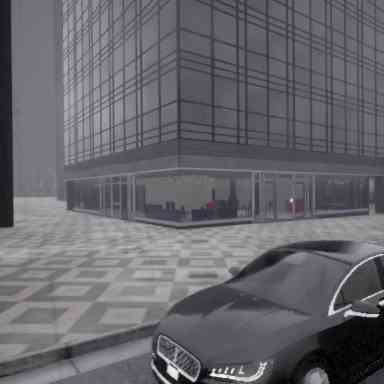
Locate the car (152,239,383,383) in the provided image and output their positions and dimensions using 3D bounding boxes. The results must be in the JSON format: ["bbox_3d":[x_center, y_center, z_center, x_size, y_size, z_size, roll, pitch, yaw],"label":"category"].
[{"bbox_3d":[1.794,1.504,4.645,4.892,1.490,1.837,0,0,-35],"label":"car"}]
